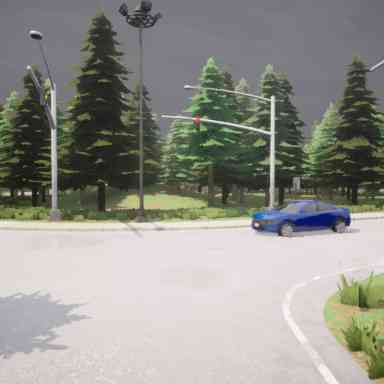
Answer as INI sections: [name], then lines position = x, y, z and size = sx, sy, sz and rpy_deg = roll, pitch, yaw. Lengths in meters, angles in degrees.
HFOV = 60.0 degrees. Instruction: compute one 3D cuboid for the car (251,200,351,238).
[car]
position = 5.168, 1.160, 15.678
size = 5.008, 1.535, 1.882
rpy_deg = -1, 2, -23
